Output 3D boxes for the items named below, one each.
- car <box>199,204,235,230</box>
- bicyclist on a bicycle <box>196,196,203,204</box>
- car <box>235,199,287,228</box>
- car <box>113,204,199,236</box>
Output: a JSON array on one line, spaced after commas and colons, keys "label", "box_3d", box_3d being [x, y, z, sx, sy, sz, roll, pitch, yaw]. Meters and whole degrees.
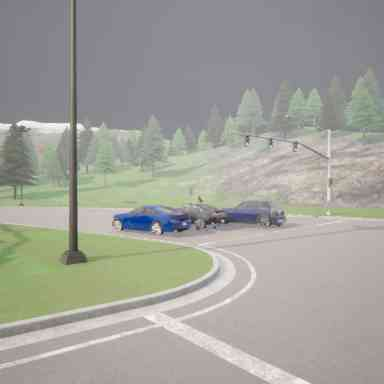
[{"label": "car", "box_3d": [-0.080, 1.492, 21.133, 4.902, 1.511, 2.128, 0, 0, 38]}, {"label": "bicyclist on a bicycle", "box_3d": [0.900, 1.302, 38.405, 0.582, 1.620, 1.656, 0, 0, 34]}, {"label": "car", "box_3d": [3.918, 1.351, 22.407, 4.553, 1.767, 2.097, 0, 0, 40]}, {"label": "car", "box_3d": [-2.328, 1.477, 18.445, 5.008, 1.535, 1.882, 0, 0, 38]}]
